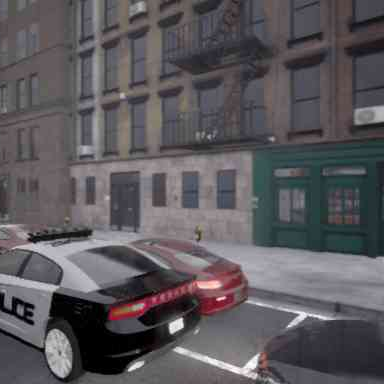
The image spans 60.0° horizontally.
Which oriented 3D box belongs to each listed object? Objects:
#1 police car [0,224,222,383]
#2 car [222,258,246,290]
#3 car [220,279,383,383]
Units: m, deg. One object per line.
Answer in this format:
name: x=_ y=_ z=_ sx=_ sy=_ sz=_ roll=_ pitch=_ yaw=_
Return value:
police car: x=-2.294 y=1.446 z=5.607 sx=5.238 sy=1.638 sz=1.930 roll=0 pitch=0 yaw=36
car: x=-0.909 y=1.607 z=6.844 sx=4.206 sy=1.307 sz=1.802 roll=0 pitch=0 yaw=36
car: x=2.670 y=1.535 z=2.045 sx=4.674 sy=1.442 sz=1.812 roll=0 pitch=0 yaw=36
